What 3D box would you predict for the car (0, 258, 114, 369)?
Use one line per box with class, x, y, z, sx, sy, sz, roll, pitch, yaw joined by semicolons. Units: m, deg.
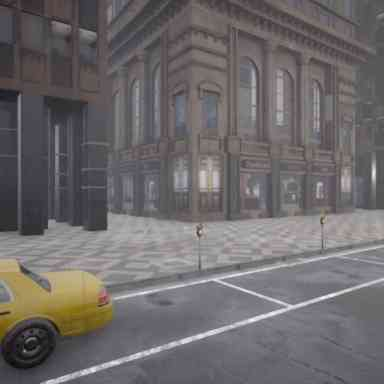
car;-3.474;1.525;4.179;4.829;1.417;1.752;0;0;-35
